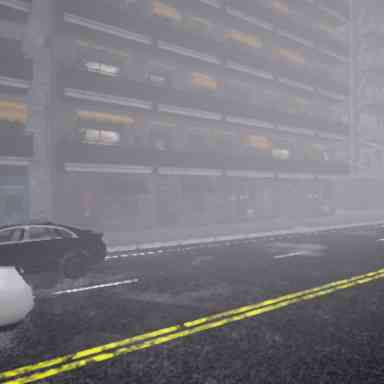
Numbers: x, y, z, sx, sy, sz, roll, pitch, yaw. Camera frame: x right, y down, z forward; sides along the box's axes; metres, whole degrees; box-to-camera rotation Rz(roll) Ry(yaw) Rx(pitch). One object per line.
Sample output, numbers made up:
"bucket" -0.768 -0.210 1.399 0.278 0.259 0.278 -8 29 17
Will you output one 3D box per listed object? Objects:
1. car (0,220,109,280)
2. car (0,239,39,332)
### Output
"car" -4.591 1.495 8.396 4.902 1.511 2.128 0 0 -36
"car" -4.755 1.594 4.284 4.718 1.301 1.895 0 0 -36
